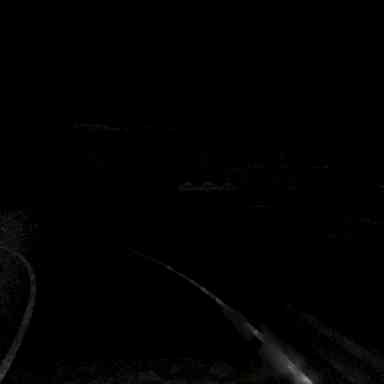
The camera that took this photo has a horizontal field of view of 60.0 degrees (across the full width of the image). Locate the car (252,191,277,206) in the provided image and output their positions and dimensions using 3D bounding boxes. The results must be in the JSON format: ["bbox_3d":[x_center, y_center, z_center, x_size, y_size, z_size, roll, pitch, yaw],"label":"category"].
[{"bbox_3d":[10.927,0.984,43.082,5.357,1.411,2.033,-1,1,-21],"label":"car"}]

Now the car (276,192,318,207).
[{"bbox_3d":[13.053,0.945,40.137,4.892,1.490,1.837,-1,1,-21],"label":"car"}]

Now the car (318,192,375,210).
[{"bbox_3d":[15.664,0.979,33.644,4.892,1.490,1.837,0,0,-21],"label":"car"}]

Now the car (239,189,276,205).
[{"bbox_3d":[9.361,0.646,46.224,5.566,2.045,2.150,-1,1,-21],"label":"car"}]

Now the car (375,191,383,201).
[{"bbox_3d":[30.709,0.597,54.134,4.892,1.490,1.837,-1,0,-20],"label":"car"}]
